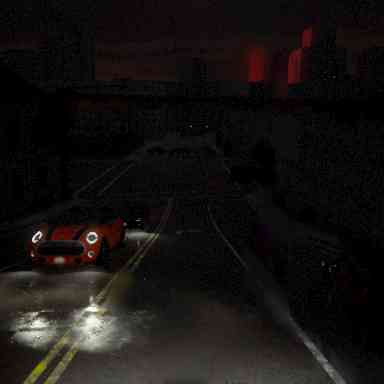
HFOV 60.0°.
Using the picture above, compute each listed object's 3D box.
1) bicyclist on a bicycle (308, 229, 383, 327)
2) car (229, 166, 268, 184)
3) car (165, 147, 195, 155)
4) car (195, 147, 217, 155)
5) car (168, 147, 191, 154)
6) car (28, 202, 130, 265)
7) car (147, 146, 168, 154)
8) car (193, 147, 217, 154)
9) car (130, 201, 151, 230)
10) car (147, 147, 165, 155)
[{"bbox_3d":[2.838,1.464,5.770,1.656,1.620,0.582,-1,0,3],"label":"bicyclist on a bicycle"},{"bbox_3d":[7.570,-2.259,42.633,5.566,2.045,2.150,-2,14,-13],"label":"car"},{"bbox_3d":[-2.575,-8.570,69.726,4.974,1.542,2.038,-9,16,-36],"label":"car"},{"bbox_3d":[2.791,-8.660,70.514,4.974,1.542,2.038,8,15,28],"label":"car"},{"bbox_3d":[-2.531,-8.730,69.721,4.536,1.218,1.853,-9,16,-36],"label":"car"},{"bbox_3d":[-3.687,1.318,11.454,2.097,1.767,4.553,1,0,-1],"label":"car"},{"bbox_3d":[-7.217,-8.808,69.698,4.536,1.218,1.853,13,18,42],"label":"car"},{"bbox_3d":[2.748,-8.819,70.502,4.536,1.218,1.853,8,15,28],"label":"car"},{"bbox_3d":[-3.731,1.412,20.969,1.837,1.490,4.892,1,3,0],"label":"car"},{"bbox_3d":[-7.182,-8.646,69.700,4.974,1.542,2.038,13,18,42],"label":"car"}]
